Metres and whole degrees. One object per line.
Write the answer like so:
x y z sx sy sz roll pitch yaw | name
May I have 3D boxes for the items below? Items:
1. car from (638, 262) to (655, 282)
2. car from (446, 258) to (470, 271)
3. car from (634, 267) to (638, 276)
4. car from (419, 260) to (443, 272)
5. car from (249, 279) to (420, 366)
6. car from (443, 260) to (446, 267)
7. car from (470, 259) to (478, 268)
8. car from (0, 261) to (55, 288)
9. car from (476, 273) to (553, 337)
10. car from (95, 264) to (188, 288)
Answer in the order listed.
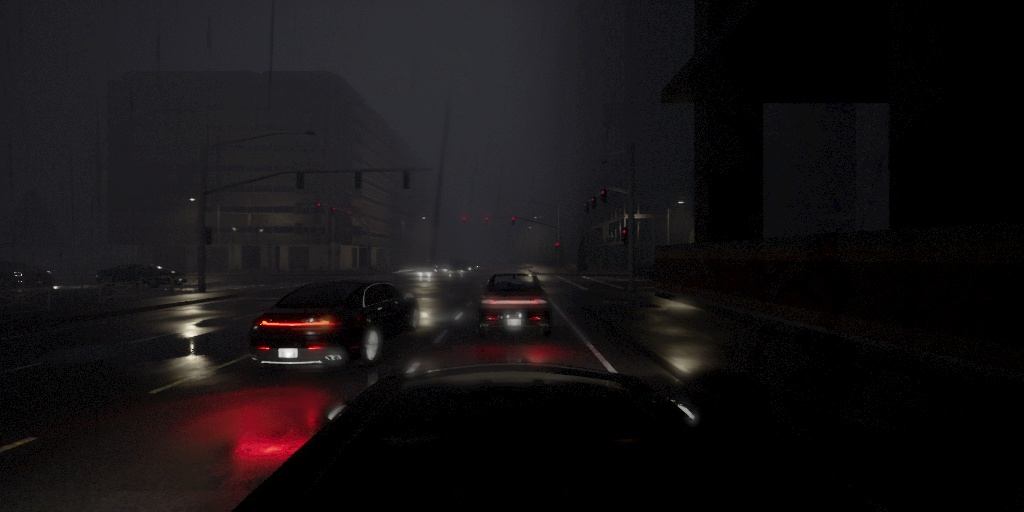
12.574 1.297 27.096 4.902 1.511 2.128 0 0 0 | car
-7.486 1.228 50.337 1.882 1.535 5.008 0 0 0 | car
13.949 1.297 34.287 4.902 1.511 2.128 0 0 0 | car
-10.980 1.241 47.566 2.128 1.511 4.902 0 0 0 | car
-3.451 1.255 7.977 1.837 1.490 4.892 0 0 0 | car
-10.941 1.351 57.549 1.895 1.301 4.718 0 0 1 | car
-7.405 1.314 60.354 1.994 1.385 4.181 0 0 1 | car
-33.393 1.157 23.673 4.553 1.767 2.097 0 0 0 | car
0.059 1.242 10.297 2.128 1.511 4.902 0 0 0 | car
-24.326 1.297 23.655 4.902 1.511 2.128 0 0 0 | car
